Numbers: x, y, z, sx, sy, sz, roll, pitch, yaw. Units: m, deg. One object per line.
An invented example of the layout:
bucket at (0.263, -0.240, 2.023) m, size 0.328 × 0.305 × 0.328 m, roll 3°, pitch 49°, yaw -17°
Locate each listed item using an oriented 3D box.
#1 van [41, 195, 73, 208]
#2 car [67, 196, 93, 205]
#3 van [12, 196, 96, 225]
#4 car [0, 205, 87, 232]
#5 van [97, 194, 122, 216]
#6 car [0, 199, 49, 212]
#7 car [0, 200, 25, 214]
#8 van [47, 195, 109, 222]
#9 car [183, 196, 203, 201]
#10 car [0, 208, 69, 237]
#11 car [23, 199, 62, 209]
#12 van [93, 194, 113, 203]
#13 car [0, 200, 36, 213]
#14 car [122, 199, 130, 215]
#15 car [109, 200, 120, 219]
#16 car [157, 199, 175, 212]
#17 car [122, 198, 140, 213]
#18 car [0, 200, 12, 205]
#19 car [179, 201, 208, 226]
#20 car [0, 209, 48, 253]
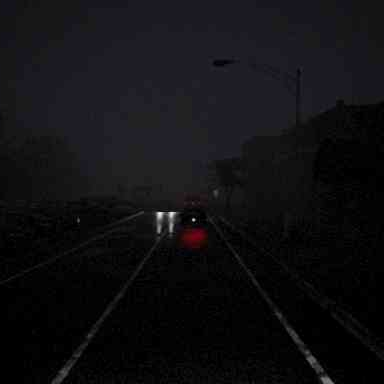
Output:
van at (-22.157, 1.514, 54.637) m, size 4.442 × 1.987 × 1.878 m, roll 0°, pitch 0°, yaw 0°
car at (-22.078, 1.641, 65.740) m, size 4.553 × 1.767 × 2.185 m, roll 0°, pitch 0°, yaw 0°
van at (-9.061, 1.439, 22.039) m, size 4.442 × 1.987 × 1.878 m, roll 0°, pitch 0°, yaw 0°
car at (-8.972, 1.683, 19.235) m, size 4.792 × 1.488 × 2.163 m, roll 0°, pitch 0°, yaw 0°
van at (-9.065, 1.463, 30.451) m, size 4.442 × 1.987 × 1.878 m, roll 0°, pitch 0°, yaw 0°
car at (-21.849, 1.714, 43.535) m, size 5.366 × 1.575 × 1.946 m, roll 0°, pitch 0°, yaw 0°
car at (-22.039, 1.706, 37.984) m, size 4.892 × 1.521 × 2.231 m, roll 0°, pitch 0°, yaw 0°
van at (-8.829, 1.450, 24.841) m, size 4.442 × 1.987 × 1.878 m, roll 0°, pitch 0°, yaw 0°
car at (0.135, 1.445, 40.611) m, size 2.150 × 2.045 × 5.566 m, roll 0°, pitch 0°, yaw 0°
car at (-8.939, 1.676, 16.427) m, size 4.674 × 1.452 × 2.002 m, roll 0°, pitch 0°, yaw 0°
car at (-22.009, 1.758, 49.087) m, size 4.792 × 1.488 × 2.163 m, roll 0°, pitch 0°, yaw 0°
van at (-21.938, 1.587, 82.391) m, size 4.442 × 1.987 × 1.878 m, roll 0°, pitch 0°, yaw 0°
car at (-22.063, 1.740, 40.759) m, size 4.792 × 1.488 × 2.163 m, roll 0°, pitch 0°, yaw 0°
car at (-8.953, 1.735, 33.254) m, size 4.674 × 1.452 × 2.002 m, roll 0°, pitch 0°, yaw 0°
car at (-8.942, 1.683, 27.648) m, size 5.008 × 1.535 × 2.097 m, roll 0°, pitch 0°, yaw 0°
car at (-3.303, 1.737, 43.114) m, size 1.837 × 1.490 × 4.892 m, roll 0°, pitch 0°, yaw 0°
car at (-8.766, 1.698, 36.057) m, size 5.366 × 1.575 × 1.946 m, roll 0°, pitch 0°, yaw 0°
car at (-22.036, 1.699, 35.209) m, size 5.008 × 1.535 × 2.097 m, roll 0°, pitch 0°, yaw 0°
car at (0.121, 1.672, 25.070) m, size 1.837 × 1.490 × 4.892 m, roll 0°, pitch -1°, yaw 0°
car at (-8.946, 1.616, 13.625) m, size 4.892 × 1.521 × 2.231 m, roll 0°, pitch 0°, yaw 0°
